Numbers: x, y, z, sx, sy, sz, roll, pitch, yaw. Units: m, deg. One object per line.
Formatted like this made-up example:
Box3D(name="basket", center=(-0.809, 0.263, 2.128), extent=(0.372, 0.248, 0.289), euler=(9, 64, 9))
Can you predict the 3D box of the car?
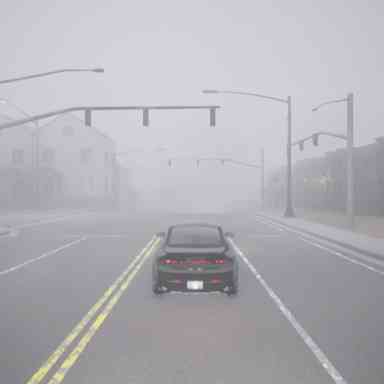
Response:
Box3D(name="car", center=(0.083, 1.512, 8.754), extent=(1.837, 1.490, 4.892), euler=(0, 0, 1))
